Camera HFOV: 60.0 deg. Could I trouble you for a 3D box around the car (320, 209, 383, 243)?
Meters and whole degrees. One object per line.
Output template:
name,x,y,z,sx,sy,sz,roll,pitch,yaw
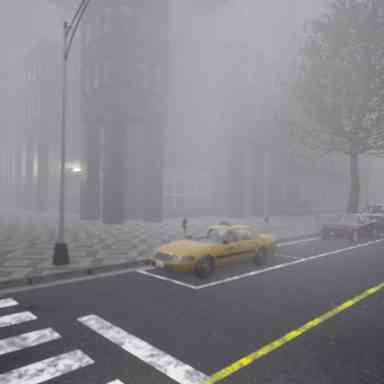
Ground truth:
car,8.586,1.857,18.097,4.507,1.381,1.887,1,-1,-44

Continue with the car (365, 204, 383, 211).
car,12.384,1.718,21.783,5.009,1.841,2.192,1,-1,-44

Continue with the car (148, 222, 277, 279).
car,0.869,1.656,10.615,4.829,1.417,1.752,1,-1,-44
